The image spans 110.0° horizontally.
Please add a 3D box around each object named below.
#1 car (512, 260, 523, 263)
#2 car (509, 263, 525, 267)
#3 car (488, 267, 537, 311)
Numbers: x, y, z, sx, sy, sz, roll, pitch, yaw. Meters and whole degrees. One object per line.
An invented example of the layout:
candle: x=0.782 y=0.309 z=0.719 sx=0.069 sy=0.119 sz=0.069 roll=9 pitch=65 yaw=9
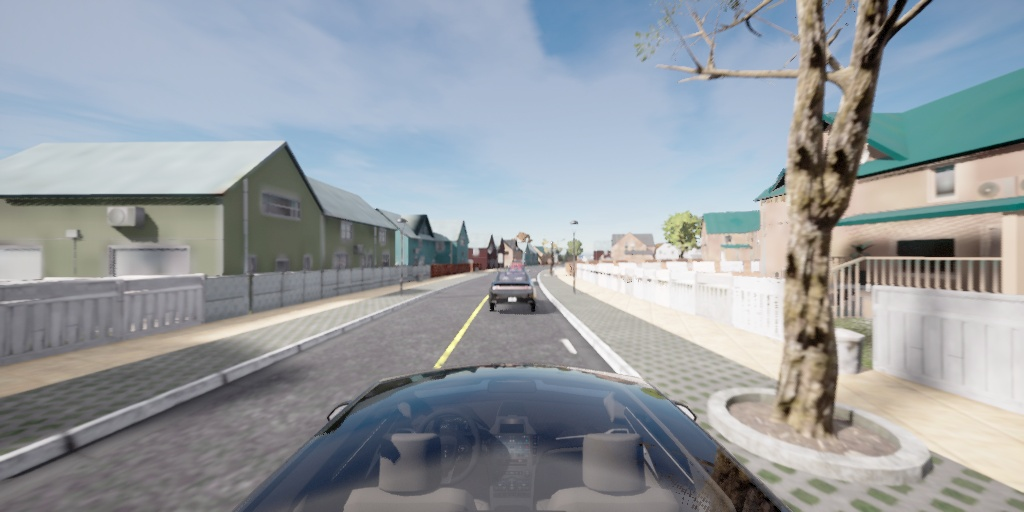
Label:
car: x=0.951 y=1.744 z=64.345 sx=2.150 sy=2.045 sz=5.566 roll=0 pitch=-1 yaw=8
car: x=0.453 y=1.577 z=30.324 sx=2.128 sy=1.511 sz=4.902 roll=0 pitch=-1 yaw=3
car: x=0.050 y=1.390 z=15.383 sx=2.128 sy=1.511 sz=4.902 roll=0 pitch=-1 yaw=1
